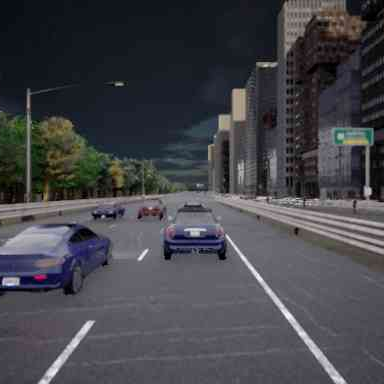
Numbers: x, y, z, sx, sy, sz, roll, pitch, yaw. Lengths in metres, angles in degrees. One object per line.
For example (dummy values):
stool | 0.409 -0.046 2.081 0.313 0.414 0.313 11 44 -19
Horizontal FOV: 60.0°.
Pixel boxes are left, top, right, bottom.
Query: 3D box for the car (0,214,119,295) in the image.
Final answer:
car | -3.404 1.528 8.589 1.812 1.442 4.674 0 0 0

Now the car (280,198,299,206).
car | 17.435 1.769 59.463 1.895 1.301 4.718 0 0 -18

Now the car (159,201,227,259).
car | 0.100 1.355 12.795 2.097 1.767 4.553 0 0 0

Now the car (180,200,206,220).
car | 0.103 1.501 29.586 2.128 1.511 4.902 0 0 0

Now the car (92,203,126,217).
car | -6.896 1.611 28.116 1.895 1.301 4.718 0 0 0

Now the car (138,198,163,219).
car | -3.398 1.362 29.343 2.097 1.767 4.553 0 0 0
